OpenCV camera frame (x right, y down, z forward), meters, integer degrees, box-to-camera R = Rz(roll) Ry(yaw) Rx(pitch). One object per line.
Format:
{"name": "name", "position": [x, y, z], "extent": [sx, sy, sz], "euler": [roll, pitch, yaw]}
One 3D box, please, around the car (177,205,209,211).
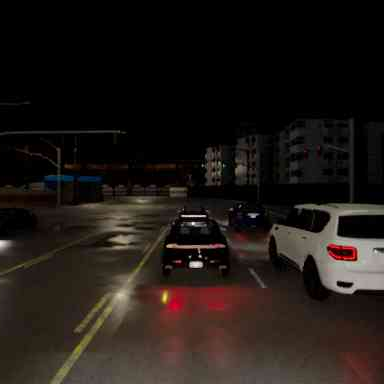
{"name": "car", "position": [0.078, 1.601, 21.413], "extent": [2.128, 1.511, 4.902], "euler": [0, 0, -1]}

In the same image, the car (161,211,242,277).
{"name": "car", "position": [0.099, 1.570, 10.533], "extent": [2.128, 1.511, 4.902], "euler": [0, 0, 0]}

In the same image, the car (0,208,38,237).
{"name": "car", "position": [-10.504, 1.665, 18.968], "extent": [1.812, 1.442, 4.674], "euler": [0, 0, 0]}

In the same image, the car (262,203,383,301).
{"name": "car", "position": [3.591, 1.291, 8.671], "extent": [2.150, 2.045, 5.566], "euler": [0, 0, 0]}

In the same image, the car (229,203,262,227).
{"name": "car", "position": [3.598, 1.461, 21.658], "extent": [2.097, 1.767, 4.553], "euler": [0, 0, 0]}
